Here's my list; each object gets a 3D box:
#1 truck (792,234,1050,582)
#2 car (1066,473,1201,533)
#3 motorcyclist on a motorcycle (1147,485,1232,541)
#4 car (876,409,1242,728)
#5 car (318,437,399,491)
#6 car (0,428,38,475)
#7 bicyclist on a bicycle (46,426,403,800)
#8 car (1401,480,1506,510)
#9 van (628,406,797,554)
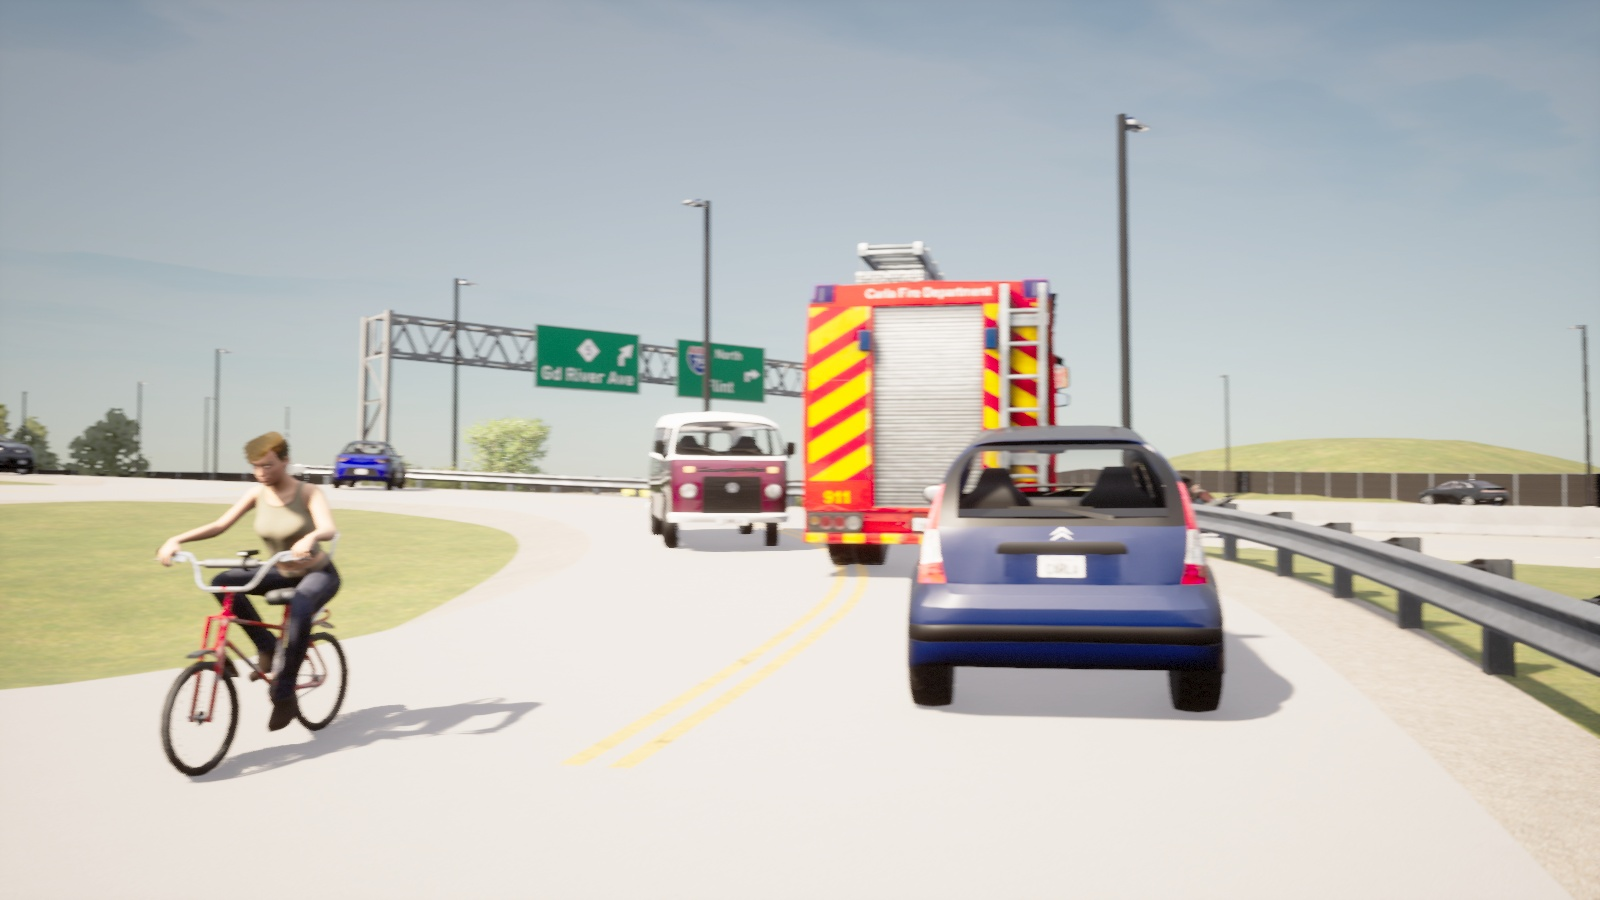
[{"bbox_3d":[2.120,-0.465,18.229,2.891,3.827,8.468,0,0,11],"label":"truck"},{"bbox_3d":[10.926,1.711,41.316,1.905,1.878,3.866,2,-2,-41],"label":"car"},{"bbox_3d":[11.081,1.787,35.808,0.866,1.530,2.191,2,-2,-41],"label":"motorcyclist on a motorcycle"},{"bbox_3d":[1.669,0.605,8.500,1.851,1.617,3.988,-1,0,10],"label":"car"},{"bbox_3d":[-13.426,0.428,38.407,1.816,1.474,4.193,3,-1,-13],"label":"car"},{"bbox_3d":[-27.444,0.012,41.491,3.633,1.501,1.845,2,-2,15],"label":"car"},{"bbox_3d":[-2.764,0.707,6.235,0.866,1.612,1.509,-1,0,11],"label":"bicyclist on a bicycle"},{"bbox_3d":[34.056,2.323,65.590,2.128,1.511,4.902,1,-1,-14],"label":"car"},{"bbox_3d":[-1.507,0.406,19.641,2.069,2.038,4.480,1,0,-11],"label":"van"}]
